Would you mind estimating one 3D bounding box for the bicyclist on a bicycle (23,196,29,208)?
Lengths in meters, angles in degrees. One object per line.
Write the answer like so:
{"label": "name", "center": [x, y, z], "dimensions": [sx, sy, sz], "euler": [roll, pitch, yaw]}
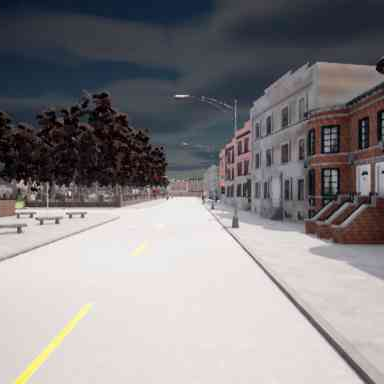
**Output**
{"label": "bicyclist on a bicycle", "center": [-21.933, 1.324, 43.902], "dimensions": [0.582, 1.620, 1.656], "euler": [0, 0, 0]}
